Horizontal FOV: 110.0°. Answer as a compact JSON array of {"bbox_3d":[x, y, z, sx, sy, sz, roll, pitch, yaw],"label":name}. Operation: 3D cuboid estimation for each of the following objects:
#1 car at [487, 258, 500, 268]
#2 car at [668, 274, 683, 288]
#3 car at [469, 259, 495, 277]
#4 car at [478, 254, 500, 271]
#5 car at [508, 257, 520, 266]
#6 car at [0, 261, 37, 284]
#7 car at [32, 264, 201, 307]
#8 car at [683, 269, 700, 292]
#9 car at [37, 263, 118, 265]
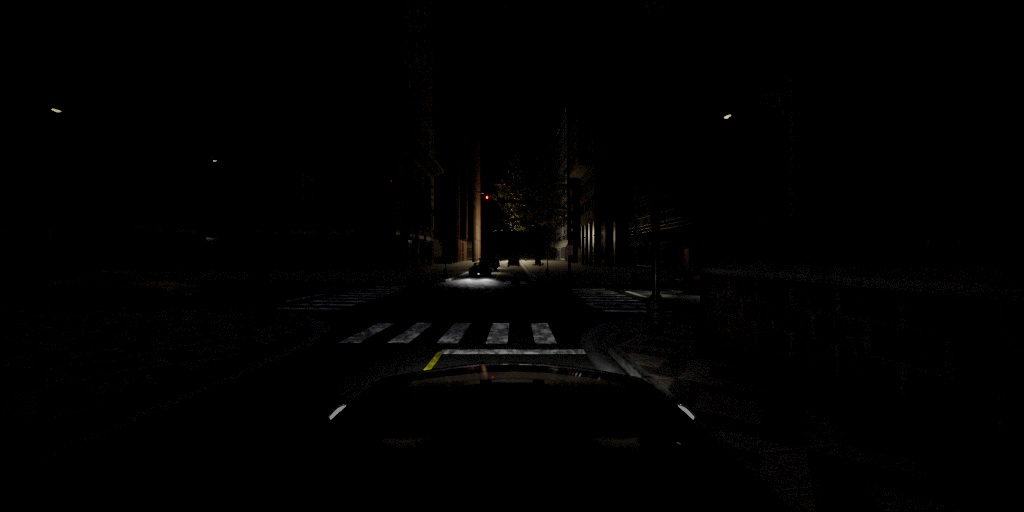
[{"bbox_3d":[-2.910,1.041,56.574,1.812,1.442,4.674,0,1,0],"label":"car"},{"bbox_3d":[11.988,1.381,22.148,4.403,1.370,2.007,0,0,1],"label":"car"},{"bbox_3d":[-2.997,1.275,34.437,1.895,1.301,4.718,0,0,0],"label":"car"},{"bbox_3d":[-2.966,0.825,45.107,2.150,2.045,5.566,0,0,-1],"label":"car"},{"bbox_3d":[0.284,0.951,61.160,1.882,1.535,5.008,0,1,0],"label":"car"},{"bbox_3d":[-31.863,0.974,22.545,4.507,1.381,1.888,0,0,1],"label":"car"},{"bbox_3d":[-14.902,1.146,13.866,4.829,1.417,1.751,0,0,1],"label":"car"},{"bbox_3d":[12.419,1.311,19.481,5.008,1.535,1.882,0,0,1],"label":"car"},{"bbox_3d":[-26.245,1.065,22.494,4.313,1.339,1.948,0,0,1],"label":"car"}]
